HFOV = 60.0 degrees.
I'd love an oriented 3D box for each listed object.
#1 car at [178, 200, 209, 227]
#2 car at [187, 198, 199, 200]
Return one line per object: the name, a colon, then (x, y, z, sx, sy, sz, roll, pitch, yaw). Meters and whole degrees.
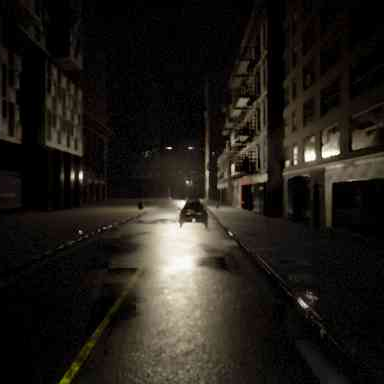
car: (0.116, 1.504, 22.836, 1.837, 1.490, 4.892, 0, 0, 0)
car: (0.129, 1.486, 41.062, 1.882, 1.535, 5.008, 0, 0, 0)
